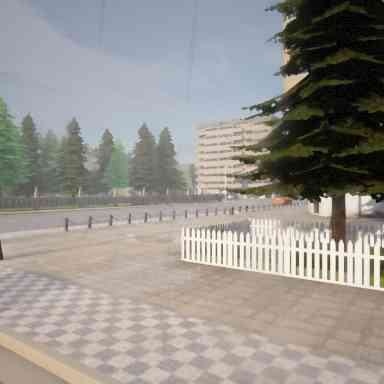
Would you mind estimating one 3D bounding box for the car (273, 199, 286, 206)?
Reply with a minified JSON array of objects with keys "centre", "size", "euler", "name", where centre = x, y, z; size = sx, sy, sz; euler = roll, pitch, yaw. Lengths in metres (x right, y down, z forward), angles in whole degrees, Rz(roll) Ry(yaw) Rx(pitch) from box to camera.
[{"centre":[15.474,1.352,56.669],"size":[2.097,1.767,4.553],"euler":[0,0,36],"name":"car"}]
